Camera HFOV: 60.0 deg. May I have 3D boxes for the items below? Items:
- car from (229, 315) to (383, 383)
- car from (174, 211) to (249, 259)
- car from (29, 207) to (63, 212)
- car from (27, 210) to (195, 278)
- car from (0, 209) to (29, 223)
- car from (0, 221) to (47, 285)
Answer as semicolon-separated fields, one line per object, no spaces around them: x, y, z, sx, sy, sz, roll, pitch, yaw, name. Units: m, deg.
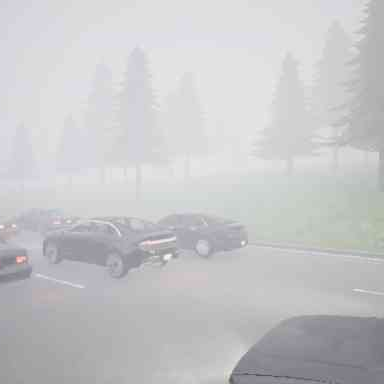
2.841;1.548;1.975;5.357;1.411;2.033;0;0;35;car
-0.232;1.503;12.744;4.892;1.490;1.837;-1;0;35;car
-8.194;1.547;18.358;5.357;1.411;2.033;0;0;38;car
-2.613;1.491;10.139;4.902;1.511;2.128;0;0;35;car
-10.303;1.547;15.641;5.357;1.411;2.033;0;0;33;car
-6.188;1.547;8.383;5.357;1.411;2.033;0;0;35;car
